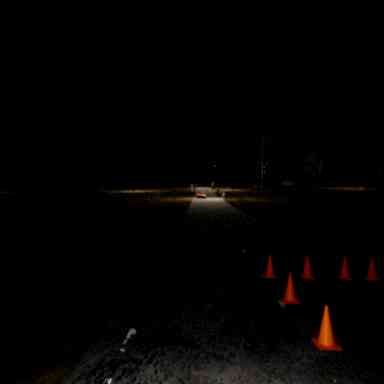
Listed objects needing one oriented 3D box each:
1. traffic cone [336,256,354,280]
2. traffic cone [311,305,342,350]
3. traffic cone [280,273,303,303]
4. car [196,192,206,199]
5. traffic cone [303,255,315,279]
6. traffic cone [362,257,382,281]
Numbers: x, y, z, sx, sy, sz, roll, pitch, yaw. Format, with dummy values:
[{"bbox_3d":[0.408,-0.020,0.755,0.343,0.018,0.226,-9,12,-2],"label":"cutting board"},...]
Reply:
[{"bbox_3d":[4.099,2.015,8.923,0.340,0.580,0.340,1,0,1],"label":"traffic cone"},{"bbox_3d":[2.007,1.985,4.972,0.340,0.580,0.340,1,0,1],"label":"traffic cone"},{"bbox_3d":[2.054,1.986,6.972,0.340,0.580,0.340,1,0,1],"label":"traffic cone"},{"bbox_3d":[2.118,0.735,76.010,2.097,1.767,4.553,1,2,1],"label":"car"},{"bbox_3d":[3.100,2.001,8.947,0.340,0.580,0.340,1,0,1],"label":"traffic cone"},{"bbox_3d":[4.790,2.024,8.864,0.340,0.580,0.340,1,0,-19],"label":"traffic cone"}]
